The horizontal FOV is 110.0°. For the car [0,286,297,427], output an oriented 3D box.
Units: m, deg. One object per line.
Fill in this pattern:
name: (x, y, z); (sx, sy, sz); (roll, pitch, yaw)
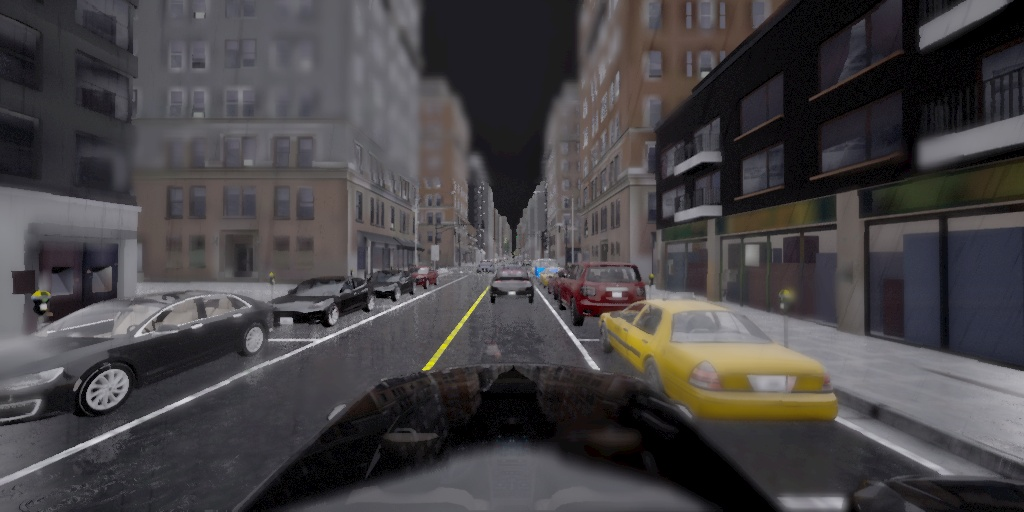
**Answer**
car: (-5.857, 1.299, 5.815); (2.007, 1.370, 4.403); (0, 0, 0)

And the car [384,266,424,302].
car: (-5.857, 1.316, 17.161); (1.948, 1.339, 4.313); (0, 0, 0)

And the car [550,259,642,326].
car: (2.668, 1.065, 11.485); (2.192, 1.841, 5.009); (0, 0, 0)

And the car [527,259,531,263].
car: (2.668, 1.276, 34.348); (1.751, 1.417, 4.829); (0, 0, 0)

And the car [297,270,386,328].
car: (-5.858, 1.316, 11.488); (1.948, 1.339, 4.313); (0, 0, 0)

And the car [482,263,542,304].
car: (0.000, 1.247, 16.500); (2.128, 1.511, 4.902); (0, 0, 0)

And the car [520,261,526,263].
car: (0.000, 1.369, 31.531); (1.895, 1.301, 4.718); (0, 0, 0)

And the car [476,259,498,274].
car: (-3.000, 1.352, 41.501); (1.994, 1.385, 4.181); (0, 0, 0)

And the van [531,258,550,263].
van: (2.669, 1.092, 28.505); (1.690, 1.789, 3.998); (0, 0, 0)

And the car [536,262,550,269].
car: (2.669, 1.276, 23.001); (1.751, 1.417, 4.829); (0, 0, 0)

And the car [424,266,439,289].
car: (-5.858, 1.296, 22.834); (1.888, 1.381, 4.507); (0, 0, 0)

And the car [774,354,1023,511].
car: (2.668, 1.314, 0.137); (1.948, 1.339, 4.313); (0, 0, 0)

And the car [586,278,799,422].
car: (2.668, 1.274, 5.981); (1.751, 1.417, 4.829); (0, 0, 0)

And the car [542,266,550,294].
car: (2.668, 1.333, 17.158); (1.802, 1.307, 4.207); (0, 0, 0)
